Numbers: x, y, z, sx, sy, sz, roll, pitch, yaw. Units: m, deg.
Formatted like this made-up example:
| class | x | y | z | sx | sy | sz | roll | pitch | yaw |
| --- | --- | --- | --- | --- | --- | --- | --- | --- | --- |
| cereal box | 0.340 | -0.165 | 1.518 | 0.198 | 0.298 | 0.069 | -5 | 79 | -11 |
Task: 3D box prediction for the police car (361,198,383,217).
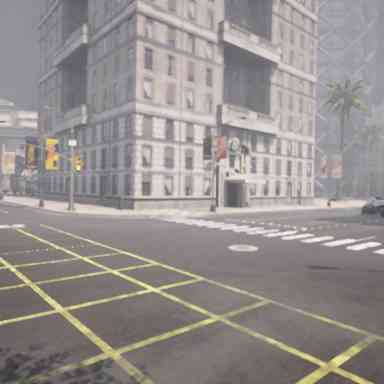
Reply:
| class | x | y | z | sx | sy | sz | roll | pitch | yaw |
| --- | --- | --- | --- | --- | --- | --- | --- | --- | --- |
| police car | 17.003 | 1.344 | 29.939 | 5.238 | 1.638 | 1.930 | 0 | 1 | -40 |
